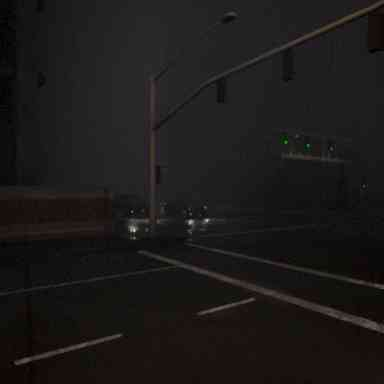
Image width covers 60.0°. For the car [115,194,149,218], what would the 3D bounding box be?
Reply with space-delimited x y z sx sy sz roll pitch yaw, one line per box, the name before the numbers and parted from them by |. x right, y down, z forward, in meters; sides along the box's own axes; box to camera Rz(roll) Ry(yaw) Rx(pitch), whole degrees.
car | -5.788 1.228 30.759 2.150 2.045 5.566 0 0 -36

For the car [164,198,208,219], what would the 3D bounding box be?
car | -0.613 1.360 29.578 2.097 1.767 4.553 0 0 -36
